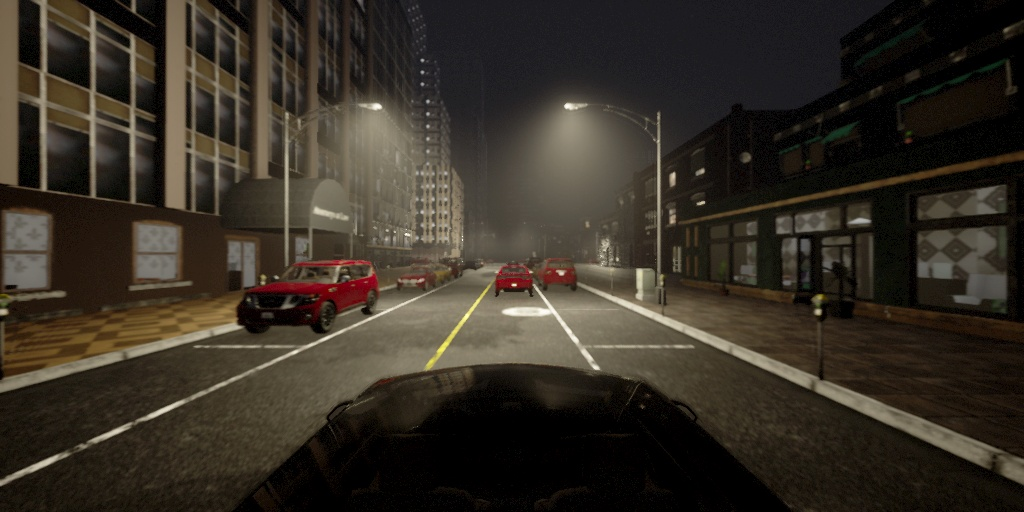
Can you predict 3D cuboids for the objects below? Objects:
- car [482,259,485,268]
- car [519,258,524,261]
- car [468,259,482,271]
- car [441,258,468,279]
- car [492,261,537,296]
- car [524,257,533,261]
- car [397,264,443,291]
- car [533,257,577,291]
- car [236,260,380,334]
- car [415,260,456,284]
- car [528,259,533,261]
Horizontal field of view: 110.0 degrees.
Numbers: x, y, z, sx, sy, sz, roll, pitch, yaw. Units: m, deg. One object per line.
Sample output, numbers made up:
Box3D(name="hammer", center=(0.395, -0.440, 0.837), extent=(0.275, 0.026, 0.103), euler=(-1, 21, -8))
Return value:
Box3D(name="car", center=(-5.682, 1.298, 55.142), extent=(2.007, 1.370, 4.403), euler=(0, 0, 0))
Box3D(name="car", center=(0.107, 1.308, 42.643), extent=(1.994, 1.385, 4.181), euler=(0, 0, 0))
Box3D(name="car", center=(-5.682, 1.312, 49.605), extent=(1.948, 1.339, 4.313), euler=(0, 0, 0))
Box3D(name="car", center=(-5.684, 1.058, 32.994), extent=(2.192, 1.841, 5.009), euler=(0, 0, 0))
Box3D(name="car", center=(0.103, 1.222, 19.319), extent=(1.882, 1.535, 5.008), euler=(0, 0, 0))
Box3D(name="car", center=(2.698, 1.059, 44.066), extent=(2.192, 1.841, 5.009), euler=(0, 0, 0))
Box3D(name="car", center=(-5.687, 1.326, 21.920), extent=(1.802, 1.307, 4.207), euler=(0, 0, 0))
Box3D(name="car", center=(2.694, 1.058, 21.917), extent=(2.192, 1.841, 5.009), euler=(0, 0, 0))
Box3D(name="car", center=(-5.689, 1.061, 10.846), extent=(2.192, 1.841, 5.009), euler=(0, 0, 0))
Box3D(name="car", center=(-5.686, 1.268, 27.287), extent=(1.751, 1.417, 4.829), euler=(0, 0, 0))
Box3D(name="car", center=(2.696, 1.268, 33.161), extent=(1.751, 1.417, 4.829), euler=(0, 0, 0))
